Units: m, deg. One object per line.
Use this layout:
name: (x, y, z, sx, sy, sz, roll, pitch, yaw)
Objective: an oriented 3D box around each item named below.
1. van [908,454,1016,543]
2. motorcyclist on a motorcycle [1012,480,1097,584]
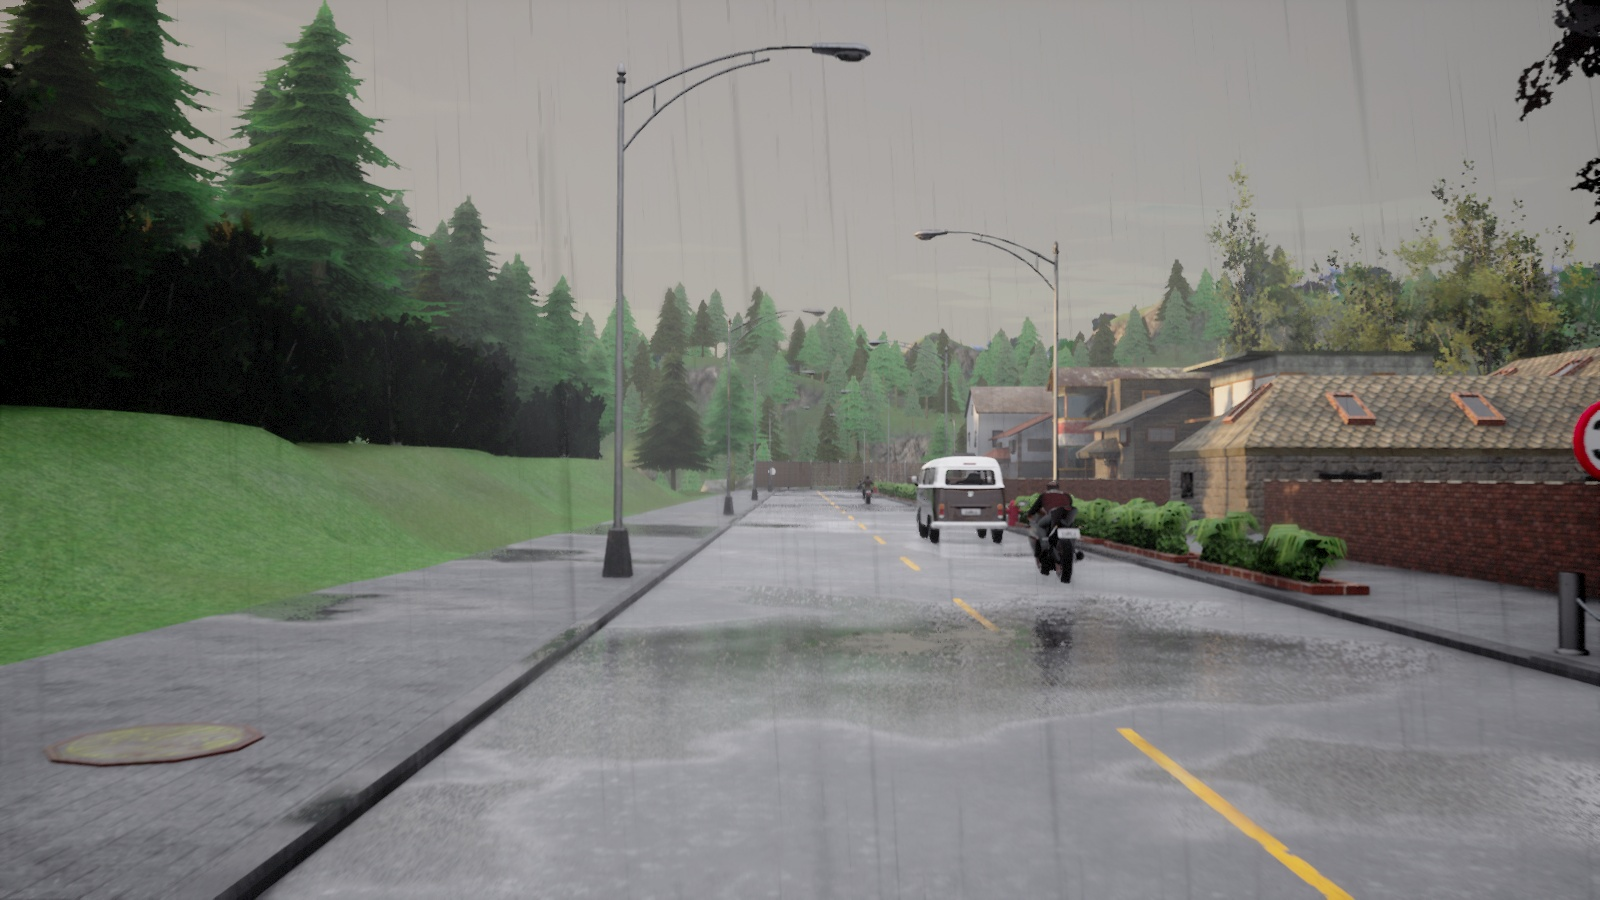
van: (3.920, 1.159, 31.065, 2.069, 2.038, 4.480, 0, -1, 0)
motorcyclist on a motorcycle: (3.950, 1.239, 19.646, 0.866, 1.530, 2.191, 0, -1, 0)
